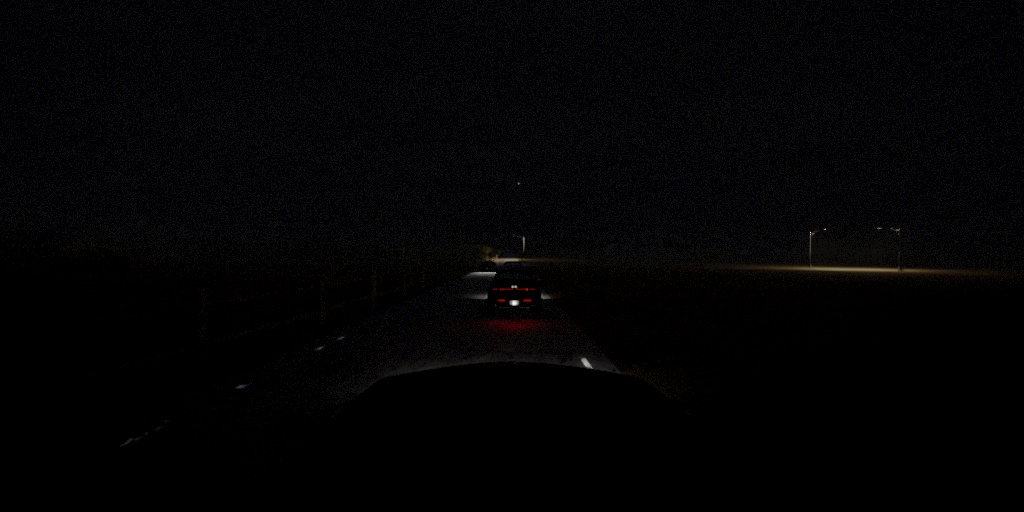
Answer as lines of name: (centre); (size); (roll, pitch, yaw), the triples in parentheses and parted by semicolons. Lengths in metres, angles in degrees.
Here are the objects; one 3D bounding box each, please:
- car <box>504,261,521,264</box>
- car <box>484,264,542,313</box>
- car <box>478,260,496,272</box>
car: (0.080, 1.165, 30.510); (1.882, 1.535, 5.008); (0, 0, 0)
car: (0.082, 1.234, 13.852); (1.837, 1.490, 4.892); (0, 0, 0)
car: (-2.849, 1.186, 42.871); (1.994, 1.385, 4.181); (0, 0, 0)
